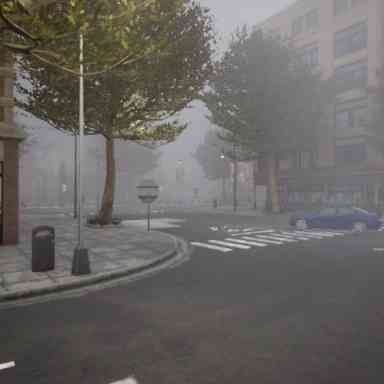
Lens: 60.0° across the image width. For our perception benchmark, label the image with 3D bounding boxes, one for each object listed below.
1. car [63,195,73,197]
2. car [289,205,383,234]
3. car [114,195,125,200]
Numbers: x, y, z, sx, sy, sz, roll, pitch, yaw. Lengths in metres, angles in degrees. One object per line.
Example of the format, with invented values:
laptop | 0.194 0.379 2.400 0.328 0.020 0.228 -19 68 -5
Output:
car | -26.595 1.450 73.738 4.786 1.482 2.161 0 0 -36
car | 8.281 1.509 19.445 5.008 1.535 1.882 0 1 30
car | -19.061 1.378 84.178 4.674 1.452 2.002 0 0 -36
